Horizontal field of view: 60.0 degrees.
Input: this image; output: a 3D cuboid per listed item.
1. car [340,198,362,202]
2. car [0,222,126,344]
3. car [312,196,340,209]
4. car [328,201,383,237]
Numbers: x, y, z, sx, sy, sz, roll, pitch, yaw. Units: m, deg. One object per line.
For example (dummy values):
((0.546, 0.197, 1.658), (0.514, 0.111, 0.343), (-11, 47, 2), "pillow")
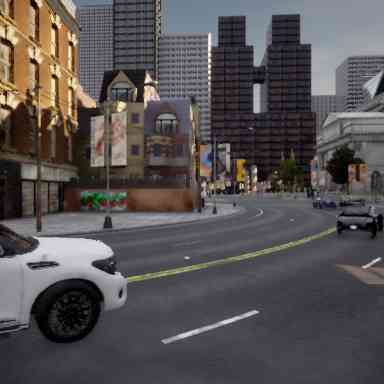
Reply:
((20.902, 1.463, 43.829), (2.128, 1.511, 4.902), (0, 0, 5), "car")
((-3.833, 1.218, 4.885), (5.566, 2.045, 2.150), (0, 0, -31), "car")
((17.406, 1.323, 44.092), (2.097, 1.767, 4.553), (0, 0, 6), "car")
((9.185, 1.480, 18.109), (2.128, 1.511, 4.902), (0, 0, 34), "car")
